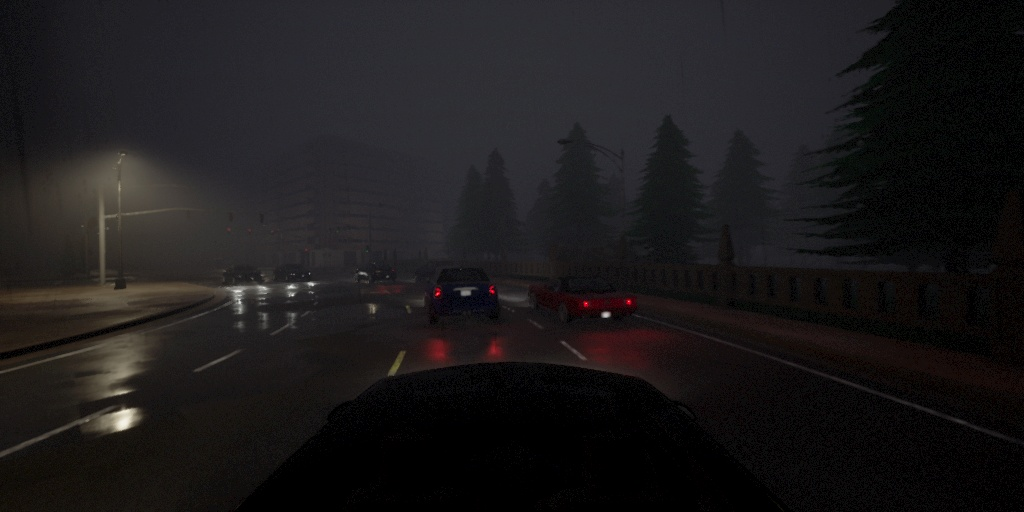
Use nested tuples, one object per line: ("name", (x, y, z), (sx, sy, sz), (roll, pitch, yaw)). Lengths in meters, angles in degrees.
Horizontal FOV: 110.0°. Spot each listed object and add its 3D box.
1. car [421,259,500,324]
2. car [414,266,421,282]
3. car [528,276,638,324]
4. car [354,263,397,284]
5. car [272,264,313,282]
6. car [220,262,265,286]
("car", (-1.896, 1.095, 12.392), (2.097, 1.767, 4.553), (-1, 0, -16))
("car", (-5.734, 1.105, 27.185), (2.097, 1.767, 4.553), (-1, 0, -36))
("car", (2.000, 1.300, 11.829), (1.895, 1.301, 4.718), (-1, 0, -14))
("car", (-10.611, 1.304, 27.657), (2.128, 1.511, 4.902), (-1, 0, -42))
("car", (-18.774, 1.412, 30.578), (4.892, 1.490, 1.837), (-1, 0, 40))
("car", (-20.766, 1.444, 27.680), (4.892, 1.490, 1.837), (-1, 0, 40))
